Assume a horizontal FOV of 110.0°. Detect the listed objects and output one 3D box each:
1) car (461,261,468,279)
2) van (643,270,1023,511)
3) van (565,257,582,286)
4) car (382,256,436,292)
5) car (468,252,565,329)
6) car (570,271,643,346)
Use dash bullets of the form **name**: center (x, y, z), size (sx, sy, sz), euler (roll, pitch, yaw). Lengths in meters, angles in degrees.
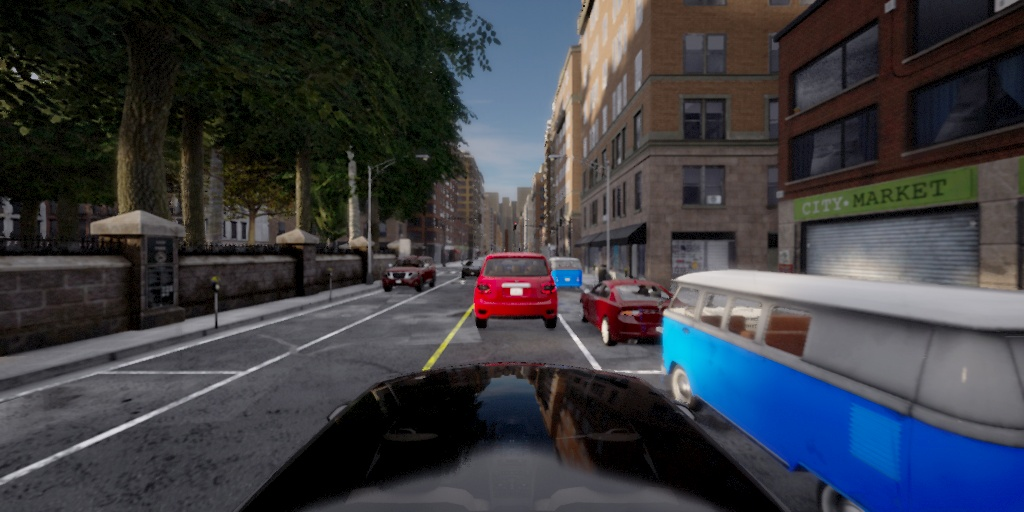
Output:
- **car**: center (-2.978, 1.045, 29.574), size (1.882, 1.535, 5.008), euler (0, 0, 0)
- **van**: center (2.858, 1.080, 3.415), size (1.690, 1.789, 3.998), euler (0, 0, 0)
- **van**: center (2.879, 0.971, 20.397), size (1.690, 1.789, 3.998), euler (0, 0, 0)
- **car**: center (-5.646, 0.945, 20.367), size (2.192, 1.841, 5.009), euler (0, 0, 0)
- **car**: center (0.107, 0.913, 11.126), size (2.150, 2.045, 5.566), euler (0, 0, 0)
- **car**: center (2.865, 1.249, 9.076), size (1.888, 1.381, 4.507), euler (0, 0, 0)
